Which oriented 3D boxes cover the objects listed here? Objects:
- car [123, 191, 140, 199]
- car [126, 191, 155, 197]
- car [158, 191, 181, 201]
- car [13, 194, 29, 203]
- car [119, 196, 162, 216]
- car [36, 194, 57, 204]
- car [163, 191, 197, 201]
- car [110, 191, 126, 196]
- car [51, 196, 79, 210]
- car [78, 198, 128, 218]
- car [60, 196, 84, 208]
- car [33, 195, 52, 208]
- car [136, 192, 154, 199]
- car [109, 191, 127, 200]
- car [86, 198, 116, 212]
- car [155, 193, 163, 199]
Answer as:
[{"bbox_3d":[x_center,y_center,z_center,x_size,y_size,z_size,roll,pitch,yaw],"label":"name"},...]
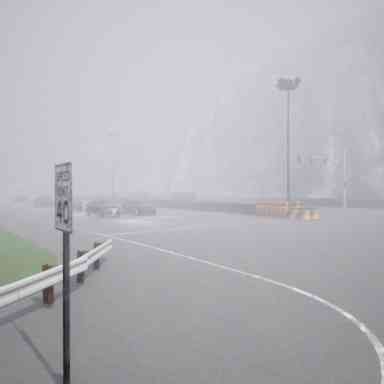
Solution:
[{"bbox_3d":[-14.068,0.736,77.427,2.097,1.767,4.553,0,1,-38],"label":"car"},{"bbox_3d":[-10.443,0.827,67.111,2.150,2.045,5.566,0,1,-38],"label":"car"},{"bbox_3d":[-4.931,0.810,71.426,2.150,2.045,5.566,0,1,-38],"label":"car"},{"bbox_3d":[-29.541,1.118,57.443,1.812,1.442,4.674,0,1,-38],"label":"car"},{"bbox_3d":[-5.214,1.428,31.908,1.837,1.490,4.892,0,0,-38],"label":"car"},{"bbox_3d":[-25.148,1.170,57.465,2.033,1.411,5.357,0,1,-37],"label":"car"},{"bbox_3d":[-1.549,1.051,50.224,2.150,2.045,5.566,0,0,-38],"label":"car"},{"bbox_3d":[-15.313,0.911,67.705,2.097,1.767,4.553,0,1,-38],"label":"car"},{"bbox_3d":[-13.755,1.489,37.103,1.895,1.301,4.718,0,0,-38],"label":"car"},{"bbox_3d":[-8.030,1.422,29.826,2.128,1.511,4.902,0,0,-38],"label":"car"},{"bbox_3d":[-16.938,1.304,46.871,1.837,1.490,4.892,0,1,-38],"label":"car"},{"bbox_3d":[-20.197,1.304,45.350,1.837,1.490,4.892,0,1,-38],"label":"car"},{"bbox_3d":[-11.332,0.897,79.609,2.128,1.511,4.902,0,1,-38],"label":"car"},{"bbox_3d":[-16.825,0.744,75.270,2.097,1.767,4.553,0,1,-38],"label":"car"},{"bbox_3d":[-10.693,1.447,38.868,1.994,1.385,4.181,0,0,-38],"label":"car"},{"bbox_3d":[-7.904,0.946,69.547,2.097,1.767,4.553,0,1,-38],"label":"car"}]
